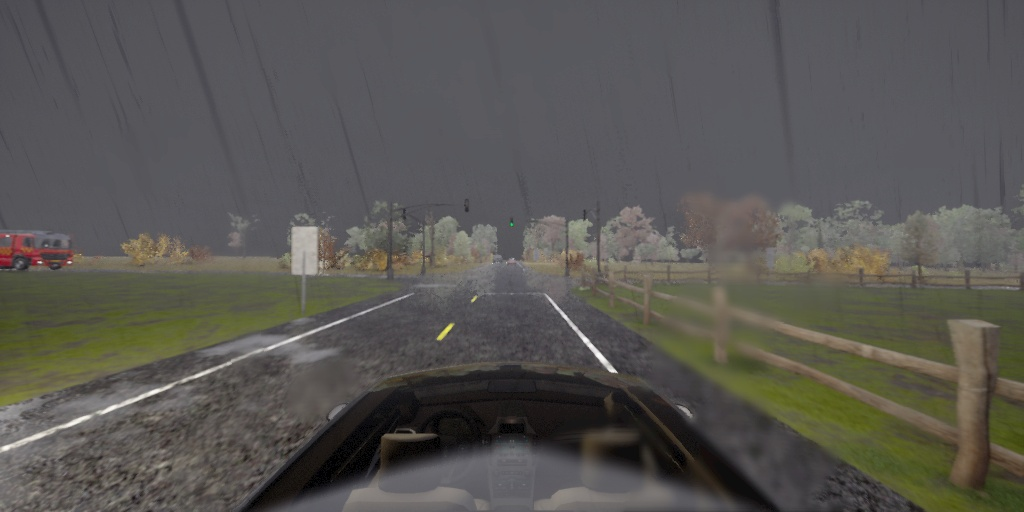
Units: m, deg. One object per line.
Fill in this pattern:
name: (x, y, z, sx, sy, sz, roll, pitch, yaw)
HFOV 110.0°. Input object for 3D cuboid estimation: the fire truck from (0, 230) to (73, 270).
fire truck: (-47.961, -0.600, 34.660, 8.468, 3.827, 2.891, 1, -1, 3)
